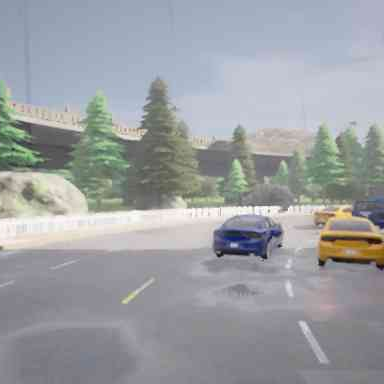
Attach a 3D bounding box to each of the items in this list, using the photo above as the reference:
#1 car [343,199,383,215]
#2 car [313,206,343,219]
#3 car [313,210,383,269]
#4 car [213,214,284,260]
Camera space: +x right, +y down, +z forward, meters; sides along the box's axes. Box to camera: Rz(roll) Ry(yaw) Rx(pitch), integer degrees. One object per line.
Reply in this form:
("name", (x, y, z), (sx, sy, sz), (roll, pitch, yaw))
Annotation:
("car", (11.937, 1.457, 20.719), (5.566, 2.045, 2.150), (0, -1, -40))
("car", (10.888, 1.749, 24.236), (5.008, 1.535, 1.882), (0, -1, -37))
("car", (5.567, 1.611, 11.844), (1.882, 1.535, 5.008), (0, -1, 24))
("car", (2.400, 1.627, 13.272), (1.882, 1.535, 5.008), (0, 0, 24))
